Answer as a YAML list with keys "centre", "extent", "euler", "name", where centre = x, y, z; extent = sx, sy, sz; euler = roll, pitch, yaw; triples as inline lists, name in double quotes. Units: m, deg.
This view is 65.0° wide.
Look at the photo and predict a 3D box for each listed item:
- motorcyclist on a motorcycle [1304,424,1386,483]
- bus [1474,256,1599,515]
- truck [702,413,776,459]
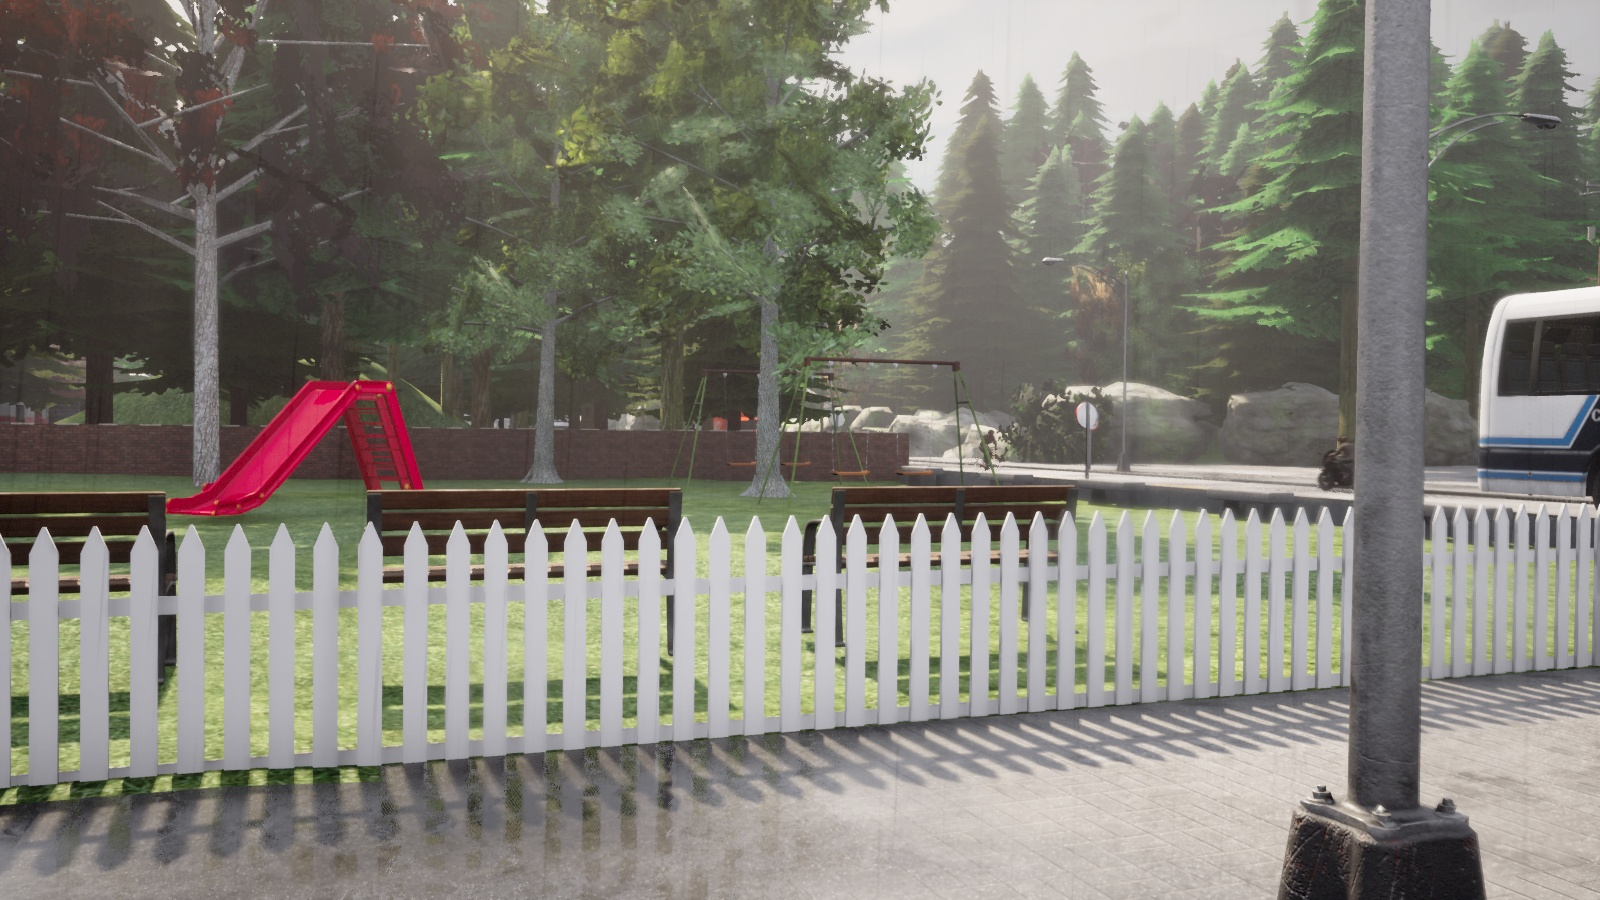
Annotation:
- centre: [14.580, 0.074, 33.639]
  extent: [0.797, 1.523, 2.044]
  euler: [-1, 0, -21]
  name: "motorcyclist on a motorcycle"
- centre: [15.952, -1.057, 18.788]
  extent: [3.944, 4.253, 10.273]
  euler: [-1, 1, -21]
  name: "bus"
- centre: [-3.436, -0.782, 69.594]
  extent: [2.627, 2.467, 5.204]
  euler: [-1, 1, -21]
  name: "truck"
